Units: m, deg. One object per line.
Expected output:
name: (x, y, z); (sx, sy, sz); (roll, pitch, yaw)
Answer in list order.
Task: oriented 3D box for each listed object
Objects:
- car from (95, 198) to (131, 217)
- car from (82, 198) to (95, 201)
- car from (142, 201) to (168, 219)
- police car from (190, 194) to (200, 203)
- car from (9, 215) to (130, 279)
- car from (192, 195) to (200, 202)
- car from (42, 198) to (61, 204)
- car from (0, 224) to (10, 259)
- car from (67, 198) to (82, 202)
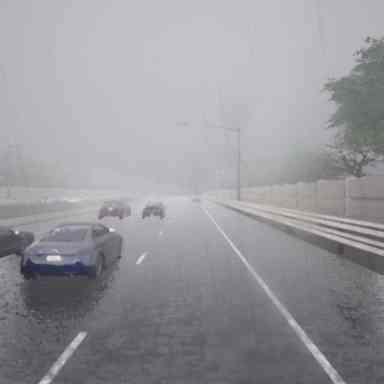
car: (-6.887, 1.487, 30.197); (2.097, 1.767, 4.553); (0, 0, 0)
car: (-17.509, 1.825, 59.265); (1.994, 1.385, 4.181); (0, 0, 1)
car: (-3.387, 1.641, 30.525); (1.837, 1.490, 4.892); (0, 0, 0)
police car: (1.084, 1.782, 82.278); (1.930, 1.638, 5.238); (0, 0, 0)
car: (-3.395, 1.610, 10.183); (1.994, 1.385, 4.181); (0, 0, 0)
car: (1.088, 1.735, 92.136); (2.097, 1.767, 4.553); (0, 0, 0)
car: (-24.499, 1.782, 58.303); (1.812, 1.442, 4.674); (0, 0, 1)
car: (-6.895, 1.594, 10.309); (2.033, 1.411, 5.357); (0, 0, 0)
car: (-20.991, 1.789, 59.715); (1.812, 1.442, 4.674); (0, 0, 1)
